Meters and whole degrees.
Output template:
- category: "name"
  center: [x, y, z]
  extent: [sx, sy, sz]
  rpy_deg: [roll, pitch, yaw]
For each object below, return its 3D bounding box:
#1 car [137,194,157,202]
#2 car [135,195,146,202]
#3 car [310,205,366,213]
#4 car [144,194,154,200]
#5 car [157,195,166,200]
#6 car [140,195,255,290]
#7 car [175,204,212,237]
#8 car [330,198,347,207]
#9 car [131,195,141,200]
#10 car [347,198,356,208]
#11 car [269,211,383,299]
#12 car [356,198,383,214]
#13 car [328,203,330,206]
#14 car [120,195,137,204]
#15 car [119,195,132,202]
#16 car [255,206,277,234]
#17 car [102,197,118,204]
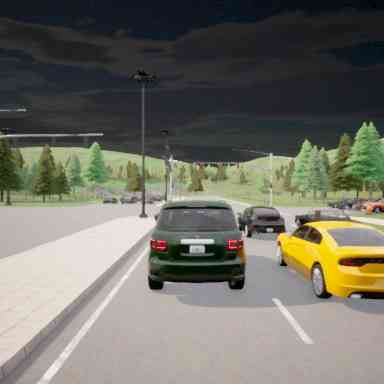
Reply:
- category: "car"
  center: [-8.163, 1.485, 60.608]
  extent: [2.128, 1.511, 4.902]
  rpy_deg: [0, 0, 0]
- category: "car"
  center: [-11.626, 1.518, 76.029]
  extent: [1.812, 1.442, 4.674]
  rpy_deg: [0, 0, 0]
- category: "car"
  center: [7.074, 1.599, 17.887]
  extent: [1.895, 1.301, 4.718]
  rpy_deg: [0, 0, 0]
- category: "car"
  center: [-11.643, 1.347, 90.715]
  extent: [2.097, 1.767, 4.553]
  rpy_deg: [0, 0, 0]
- category: "car"
  center: [-8.145, 1.545, 89.785]
  extent: [1.994, 1.385, 4.181]
  rpy_deg: [0, 0, 0]
- category: "car"
  center: [0.088, 1.221, 9.232]
  extent: [2.150, 2.045, 5.566]
  rpy_deg: [0, 0, 0]
- category: "car"
  center: [0.072, 1.503, 19.089]
  extent: [1.837, 1.490, 4.892]
  rpy_deg: [0, 0, 0]
- category: "car"
  center: [20.346, 1.499, 41.428]
  extent: [4.892, 1.490, 1.837]
  rpy_deg: [-1, 0, 1]
- category: "car"
  center: [-15.142, 1.469, 90.748]
  extent: [1.882, 1.535, 5.008]
  rpy_deg: [0, 0, 0]
- category: "car"
  center: [20.726, 1.523, 37.925]
  extent: [4.674, 1.442, 1.812]
  rpy_deg: [0, 0, 1]
- category: "car"
  center: [3.586, 1.477, 8.488]
  extent: [1.882, 1.535, 5.008]
  rpy_deg: [0, 0, 0]
- category: "car"
  center: [20.041, 1.351, 34.424]
  extent: [4.553, 1.767, 2.097]
  rpy_deg: [0, 0, 0]
- category: "car"
  center: [21.231, 1.543, 44.918]
  extent: [5.357, 1.411, 2.033]
  rpy_deg: [0, 0, 1]
- category: "car"
  center: [-11.694, 1.521, 61.207]
  extent: [1.812, 1.442, 4.674]
  rpy_deg: [0, 0, 1]
- category: "car"
  center: [-15.126, 1.494, 76.020]
  extent: [1.837, 1.490, 4.892]
  rpy_deg: [0, 0, 0]
- category: "car"
  center: [3.574, 1.503, 17.712]
  extent: [1.837, 1.490, 4.892]
  rpy_deg: [0, 0, 0]
- category: "car"
  center: [-15.154, 1.558, 61.628]
  extent: [1.994, 1.385, 4.181]
  rpy_deg: [0, 0, 0]
